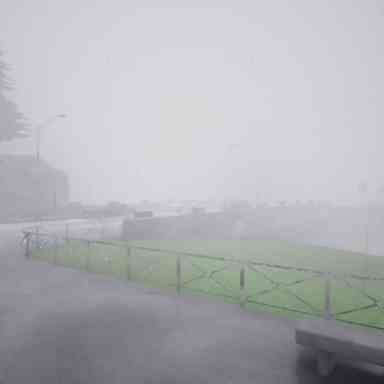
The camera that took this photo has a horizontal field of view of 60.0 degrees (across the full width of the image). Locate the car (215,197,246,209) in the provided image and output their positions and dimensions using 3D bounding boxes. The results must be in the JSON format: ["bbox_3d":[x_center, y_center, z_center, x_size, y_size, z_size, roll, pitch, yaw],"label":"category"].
[{"bbox_3d":[5.400,1.492,46.130,2.128,1.511,4.902,0,0,36],"label":"car"}]

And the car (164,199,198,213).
[{"bbox_3d":[-1.156,1.526,36.961,1.812,1.442,4.674,0,0,35],"label":"car"}]

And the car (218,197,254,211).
[{"bbox_3d":[5.357,1.547,38.877,2.033,1.411,5.357,0,0,35],"label":"car"}]

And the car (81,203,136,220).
[{"bbox_3d":[-7.123,1.601,28.598,1.895,1.301,4.718,0,0,35],"label":"car"}]
